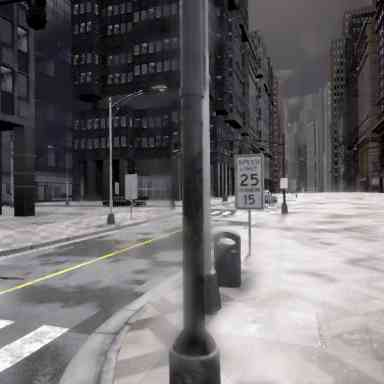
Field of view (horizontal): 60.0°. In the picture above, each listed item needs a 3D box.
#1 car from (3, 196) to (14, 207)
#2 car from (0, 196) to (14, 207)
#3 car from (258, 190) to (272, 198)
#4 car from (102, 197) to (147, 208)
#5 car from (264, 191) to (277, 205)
[{"bbox_3d":[-22.328,1.189,41.683,4.902,1.511,2.128,-1,0,19],"label":"car"},{"bbox_3d":[-27.450,1.327,46.803,4.181,1.385,1.994,0,0,19],"label":"car"},{"bbox_3d":[14.603,0.411,66.634,2.128,1.511,4.902,-1,1,19],"label":"car"},{"bbox_3d":[-7.360,1.153,36.545,4.718,1.301,1.895,-1,0,19],"label":"car"},{"bbox_3d":[8.851,0.896,40.045,1.895,1.301,4.718,0,1,29],"label":"car"}]
